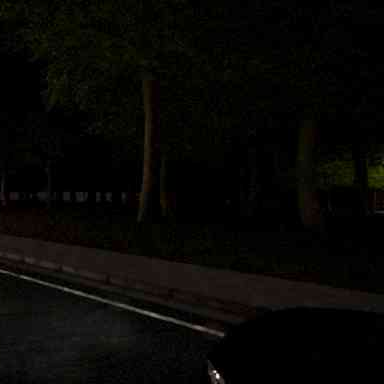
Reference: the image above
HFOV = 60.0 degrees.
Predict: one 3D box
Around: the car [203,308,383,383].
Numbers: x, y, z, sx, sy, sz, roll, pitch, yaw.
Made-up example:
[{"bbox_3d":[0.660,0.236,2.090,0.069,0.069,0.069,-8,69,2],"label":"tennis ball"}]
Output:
[{"bbox_3d":[2.309,1.494,2.038,4.902,1.511,2.128,0,0,35],"label":"car"}]
